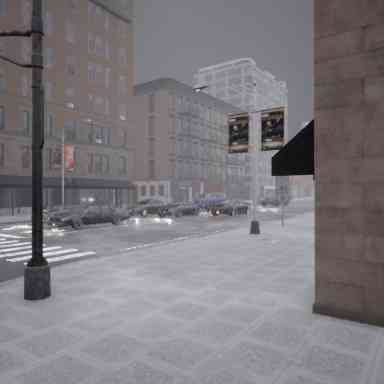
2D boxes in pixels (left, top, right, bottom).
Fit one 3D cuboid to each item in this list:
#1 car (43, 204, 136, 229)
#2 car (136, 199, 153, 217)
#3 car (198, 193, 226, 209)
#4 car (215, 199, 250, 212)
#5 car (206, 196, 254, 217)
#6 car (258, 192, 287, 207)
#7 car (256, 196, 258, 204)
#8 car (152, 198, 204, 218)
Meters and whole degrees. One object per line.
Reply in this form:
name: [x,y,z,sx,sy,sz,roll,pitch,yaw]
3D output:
car: [-6.454,1.489,21.410,2.033,1.411,5.357,0,0,35]
car: [-3.967,1.416,30.542,1.837,1.490,4.892,0,0,35]
car: [2.115,1.088,39.112,2.150,2.045,5.566,0,0,36]
car: [4.573,1.462,36.972,1.895,1.301,4.718,0,0,36]
car: [3.544,1.389,29.552,1.837,1.490,4.892,0,1,35]
car: [11.786,1.028,47.054,2.150,2.045,5.566,0,0,35]
car: [10.773,1.296,51.183,2.128,1.511,4.902,0,0,36]
car: [-1.115,1.467,28.961,1.994,1.385,4.181,0,0,35]
